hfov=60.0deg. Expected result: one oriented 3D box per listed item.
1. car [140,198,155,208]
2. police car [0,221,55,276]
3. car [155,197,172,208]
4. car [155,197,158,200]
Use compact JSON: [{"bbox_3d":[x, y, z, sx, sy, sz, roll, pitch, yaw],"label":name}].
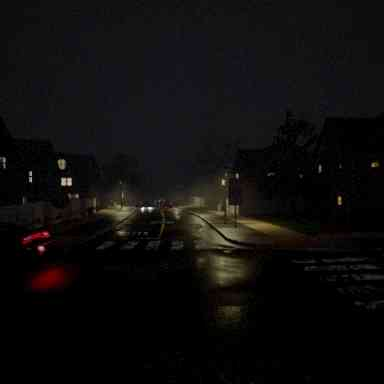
[{"bbox_3d":[-7.772,1.884,56.024,1.994,1.385,4.181,0,-1,-11],"label":"car"},{"bbox_3d":[-6.796,1.602,9.721,4.974,1.542,2.038,-3,-1,0],"label":"police car"},{"bbox_3d":[-4.281,1.880,52.438,1.895,1.301,4.718,0,-1,-11],"label":"car"},{"bbox_3d":[-6.298,1.748,62.268,2.097,1.767,4.553,0,-1,-13],"label":"car"}]
